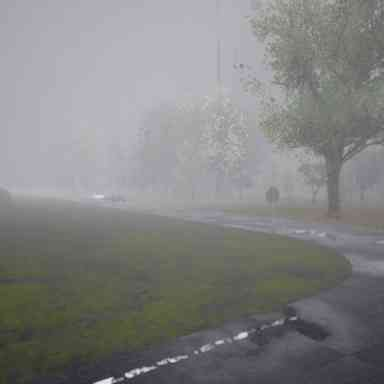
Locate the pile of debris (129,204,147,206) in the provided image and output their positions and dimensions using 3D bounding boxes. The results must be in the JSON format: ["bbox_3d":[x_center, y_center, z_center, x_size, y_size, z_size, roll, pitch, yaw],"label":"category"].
[{"bbox_3d":[-6.789,1.586,41.765,1.500,0.140,1.860,0,1,-33],"label":"pile of debris"}]

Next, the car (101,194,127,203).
[{"bbox_3d":[-11.285,0.878,48.725,1.895,1.301,4.718,0,1,-33],"label":"car"}]

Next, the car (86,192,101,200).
[{"bbox_3d":[-16.683,0.720,56.885,1.895,1.301,4.718,0,1,-33],"label":"car"}]
